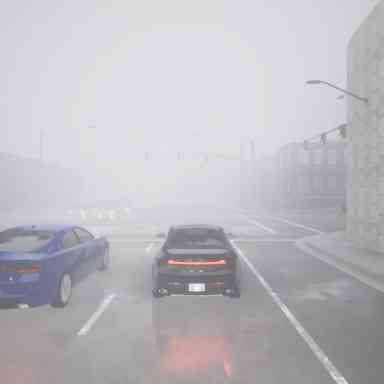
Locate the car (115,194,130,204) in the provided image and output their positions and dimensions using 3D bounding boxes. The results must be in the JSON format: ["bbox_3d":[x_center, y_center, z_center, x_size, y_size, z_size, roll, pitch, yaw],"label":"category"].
[{"bbox_3d":[-13.821,1.351,66.380,2.097,1.767,4.553,0,0,1],"label":"car"}]

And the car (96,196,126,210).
[{"bbox_3d":[-10.478,1.601,43.206,1.895,1.301,4.718,0,0,3],"label":"car"}]

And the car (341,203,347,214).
[{"bbox_3d":[14.997,1.015,27.568,5.008,1.535,1.882,-5,0,0],"label":"car"}]

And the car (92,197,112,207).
[{"bbox_3d":[-13.936,1.526,51.725,1.812,1.442,4.674,0,0,0],"label":"car"}]

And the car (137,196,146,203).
[{"bbox_3d":[-10.323,1.525,66.873,1.812,1.442,4.674,0,0,1],"label":"car"}]

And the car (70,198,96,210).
[{"bbox_3d":[-13.970,1.526,42.625,1.812,1.442,4.674,0,0,1],"label":"car"}]

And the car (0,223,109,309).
[{"bbox_3d":[-3.401,1.478,7.979,1.882,1.535,5.008,0,0,0],"label":"car"}]

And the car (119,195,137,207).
[{"bbox_3d":[-10.434,1.599,52.378,1.895,1.301,4.718,0,0,0],"label":"car"}]

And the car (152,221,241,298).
[{"bbox_3d":[0.104,1.505,8.525,1.837,1.490,4.892,0,0,0],"label":"car"}]
